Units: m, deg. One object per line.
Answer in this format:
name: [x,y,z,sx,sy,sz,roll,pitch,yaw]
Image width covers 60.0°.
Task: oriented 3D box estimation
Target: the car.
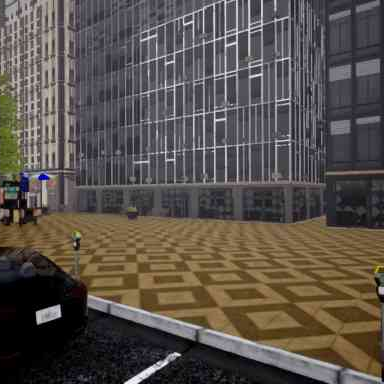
car: [-3.482,1.566,5.371,4.313,1.339,1.947,0,0,36]
